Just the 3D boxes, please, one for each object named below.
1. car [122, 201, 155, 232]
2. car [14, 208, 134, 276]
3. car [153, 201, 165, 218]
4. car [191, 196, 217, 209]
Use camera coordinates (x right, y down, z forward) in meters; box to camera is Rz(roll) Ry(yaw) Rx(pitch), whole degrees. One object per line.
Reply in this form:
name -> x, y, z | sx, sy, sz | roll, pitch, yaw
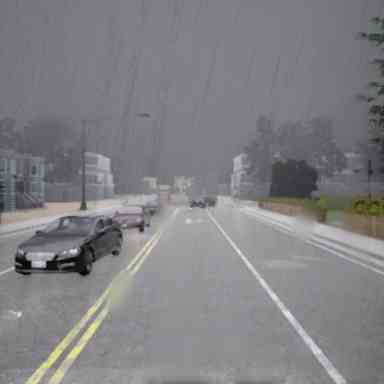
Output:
car -> -3.582, 1.513, 20.122 | 1.812, 1.442, 4.674 | 0, 0, 0
car -> -3.551, 1.485, 10.493 | 2.128, 1.511, 4.902 | 0, 0, 4
car -> -3.515, 1.529, 30.629 | 2.033, 1.411, 5.357 | 0, 0, 0
car -> 1.746, 1.336, 45.914 | 2.097, 1.767, 4.553 | 1, 0, 28
